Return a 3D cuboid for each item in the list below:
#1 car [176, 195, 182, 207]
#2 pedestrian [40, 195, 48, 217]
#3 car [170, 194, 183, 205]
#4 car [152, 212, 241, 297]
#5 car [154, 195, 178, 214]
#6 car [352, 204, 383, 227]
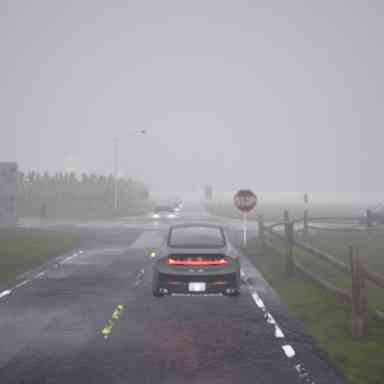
[{"bbox_3d":[-2.885,1.446,48.251,1.882,1.535,5.008,0,0,0],"label":"car"},{"bbox_3d":[-12.199,1.118,27.322,0.375,1.860,0.375,0,-1,0],"label":"pedestrian"},{"bbox_3d":[-2.859,1.313,60.592,2.097,1.767,4.553,0,0,1],"label":"car"},{"bbox_3d":[0.093,1.499,8.552,1.837,1.490,4.892,0,0,0],"label":"car"},{"bbox_3d":[-2.880,1.455,35.468,1.882,1.535,5.008,0,0,0],"label":"car"},{"bbox_3d":[14.293,1.630,24.404,4.553,1.767,2.097,1,0,0],"label":"car"}]
